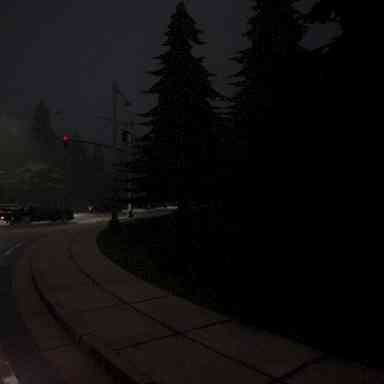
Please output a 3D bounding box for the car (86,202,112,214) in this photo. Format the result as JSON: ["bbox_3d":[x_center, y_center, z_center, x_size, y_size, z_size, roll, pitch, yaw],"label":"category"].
[{"bbox_3d":[-9.339,1.483,36.224,2.128,1.511,4.902,0,0,26],"label":"car"}]

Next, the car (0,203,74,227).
[{"bbox_3d":[-10.657,1.490,23.227,2.128,1.511,4.902,1,1,36],"label":"car"}]

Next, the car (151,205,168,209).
[{"bbox_3d":[-5.177,1.343,44.451,2.097,1.767,4.553,0,0,27],"label":"car"}]
